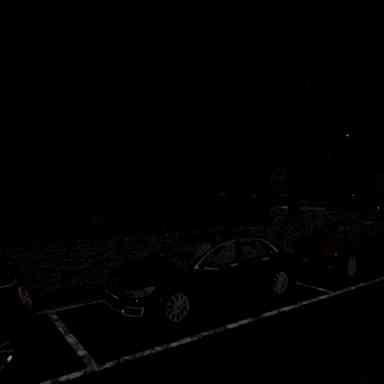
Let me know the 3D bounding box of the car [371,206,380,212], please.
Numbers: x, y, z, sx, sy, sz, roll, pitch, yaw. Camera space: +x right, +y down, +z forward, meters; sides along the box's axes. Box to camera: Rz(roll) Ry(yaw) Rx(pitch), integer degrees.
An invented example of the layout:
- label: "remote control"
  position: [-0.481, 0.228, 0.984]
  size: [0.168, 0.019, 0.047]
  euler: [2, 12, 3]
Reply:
- label: "car"
  position: [9.260, 1.434, 13.268]
  size: [4.097, 1.590, 1.967]
  euler: [0, 0, -36]

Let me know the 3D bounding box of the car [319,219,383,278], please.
- label: "car"
  position: [4.820, 1.541, 10.096]
  size: [4.507, 1.381, 1.887]
  euler: [0, 0, -36]

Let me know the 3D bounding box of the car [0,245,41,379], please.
- label: "car"
  position: [-4.062, 1.441, 3.752]
  size: [4.097, 1.590, 1.967]
  euler: [0, 0, -36]

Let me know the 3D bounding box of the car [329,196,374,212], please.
- label: "car"
  position: [15.961, 1.157, 32.991]
  size: [2.128, 1.511, 4.902]
  euler: [0, 1, -36]

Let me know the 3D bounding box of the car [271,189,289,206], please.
- label: "car"
  position: [10.113, 0.692, 41.149]
  size: [2.150, 2.045, 5.566]
  euler: [0, 1, -35]

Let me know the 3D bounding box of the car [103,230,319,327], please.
- label: "car"
  position: [0.379, 1.549, 6.924]
  size: [4.403, 1.369, 2.008]
  euler: [0, 0, -36]
